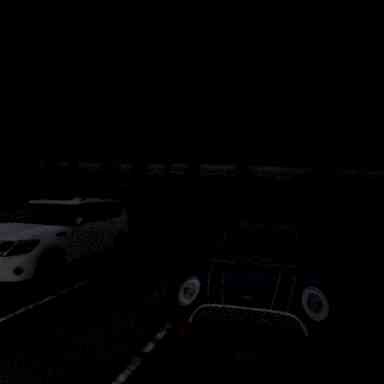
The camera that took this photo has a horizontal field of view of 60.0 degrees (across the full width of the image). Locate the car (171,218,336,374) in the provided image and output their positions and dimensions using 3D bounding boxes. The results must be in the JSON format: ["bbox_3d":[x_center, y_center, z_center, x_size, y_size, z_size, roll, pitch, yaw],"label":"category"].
[{"bbox_3d":[1.221,1.346,6.012,2.185,1.767,4.553,1,0,16],"label":"car"}]

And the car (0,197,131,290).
[{"bbox_3d":[-3.703,1.181,9.473,2.435,2.045,5.566,1,0,16],"label":"car"}]

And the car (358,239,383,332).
[{"bbox_3d":[3.686,1.366,4.256,2.185,1.767,4.553,1,0,16],"label":"car"}]
